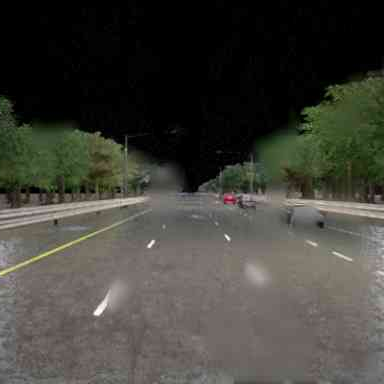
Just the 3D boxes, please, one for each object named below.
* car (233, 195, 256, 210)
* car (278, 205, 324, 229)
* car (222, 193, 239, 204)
[{"bbox_3d":[6.993,1.475,42.912,2.128,1.511,4.902,0,0,0],"label":"car"},{"bbox_3d":[6.996,1.560,21.738,1.994,1.385,4.181,0,0,0],"label":"car"},{"bbox_3d":[6.991,1.198,62.891,2.150,2.045,5.566,0,0,0],"label":"car"}]
